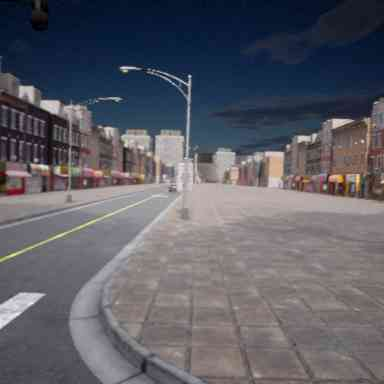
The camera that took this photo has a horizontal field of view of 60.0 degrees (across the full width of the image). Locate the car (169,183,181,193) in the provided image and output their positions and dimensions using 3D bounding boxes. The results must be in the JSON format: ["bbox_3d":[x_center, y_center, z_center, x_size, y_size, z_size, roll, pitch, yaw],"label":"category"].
[{"bbox_3d":[-2.606,-0.749,52.742,2.128,1.511,4.902,2,2,1],"label":"car"}]
